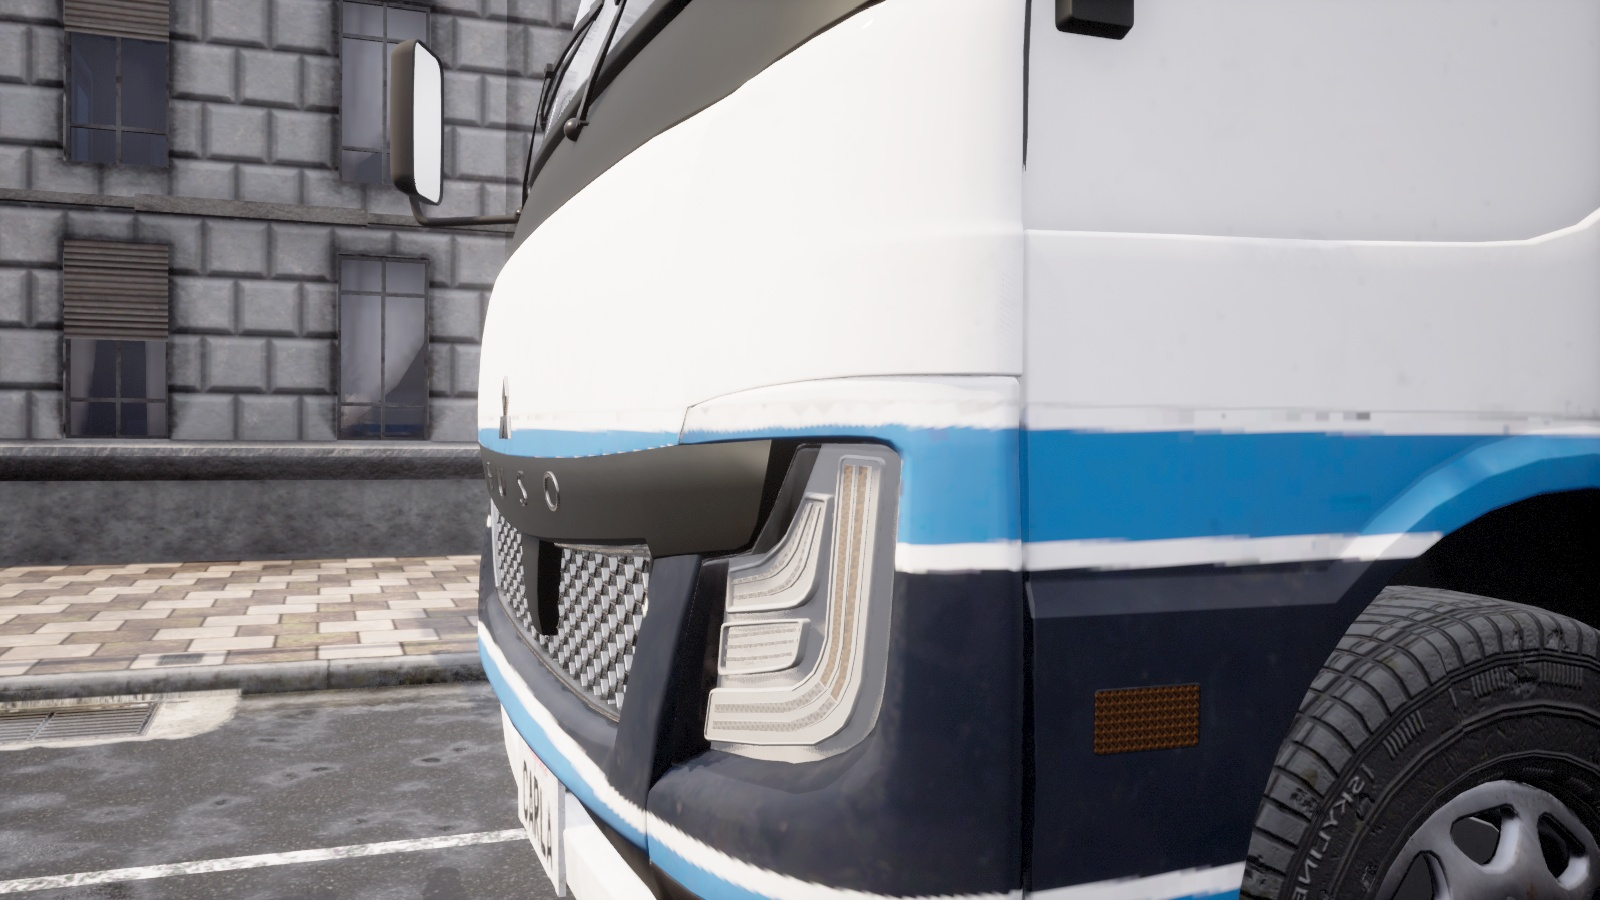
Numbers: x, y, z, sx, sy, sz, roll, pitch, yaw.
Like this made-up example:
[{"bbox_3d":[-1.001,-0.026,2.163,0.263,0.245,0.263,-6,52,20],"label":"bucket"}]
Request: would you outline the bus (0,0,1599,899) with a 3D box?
[{"bbox_3d":[3.496,-0.691,4.578,10.273,4.253,3.944,-1,1,-21],"label":"bus"}]
